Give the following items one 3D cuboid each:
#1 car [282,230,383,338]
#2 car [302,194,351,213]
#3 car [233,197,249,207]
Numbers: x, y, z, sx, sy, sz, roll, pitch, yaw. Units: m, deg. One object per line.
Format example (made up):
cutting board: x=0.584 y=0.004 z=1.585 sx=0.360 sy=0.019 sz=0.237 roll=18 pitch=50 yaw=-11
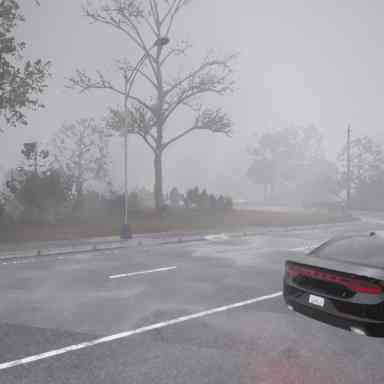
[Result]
car: x=3.906 y=1.478 z=6.414 sx=5.008 sy=1.535 sz=1.882 roll=0 pitch=0 yaw=-35
car: x=14.928 y=1.226 z=37.317 sx=2.150 sy=2.045 sz=5.566 roll=0 pitch=0 yaw=-29
car: x=6.978 y=1.554 z=52.596 sx=1.882 sy=1.535 sz=5.008 roll=0 pitch=-1 yaw=-26
